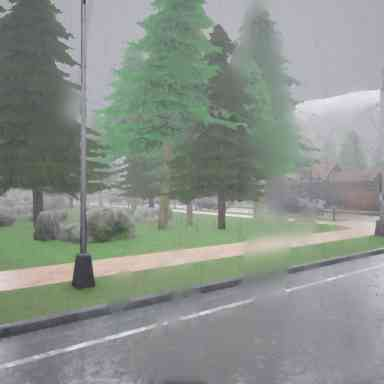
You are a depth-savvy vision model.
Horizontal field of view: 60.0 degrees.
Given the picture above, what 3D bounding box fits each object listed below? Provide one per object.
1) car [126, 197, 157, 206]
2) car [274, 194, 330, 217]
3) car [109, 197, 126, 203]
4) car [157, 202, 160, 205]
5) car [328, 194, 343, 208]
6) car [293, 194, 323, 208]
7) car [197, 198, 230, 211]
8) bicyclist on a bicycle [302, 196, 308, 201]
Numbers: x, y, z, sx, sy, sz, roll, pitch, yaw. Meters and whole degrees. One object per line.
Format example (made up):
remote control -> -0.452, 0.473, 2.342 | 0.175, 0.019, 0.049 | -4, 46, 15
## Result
car -> -8.435, 1.493, 55.169 | 1.837, 1.490, 4.892 | 0, -1, -40
car -> 9.945, 1.338, 31.042 | 2.097, 1.767, 4.553 | 0, 0, -37
car -> -14.619, 1.477, 66.395 | 4.902, 1.511, 2.128 | 0, 0, 42
car -> -7.477, 1.587, 59.441 | 1.895, 1.301, 4.718 | 0, 0, -42
car -> 17.375, 1.160, 42.723 | 4.605, 1.855, 1.932 | 0, 0, -37
car -> 15.556, 1.161, 44.502 | 3.866, 1.878, 1.905 | 0, 0, -37
car -> 2.578, 1.477, 40.908 | 2.128, 1.511, 4.902 | 0, 0, -37
bicyclist on a bicycle -> 13.214, 1.267, 39.182 | 1.656, 1.620, 0.582 | 0, 0, -37
